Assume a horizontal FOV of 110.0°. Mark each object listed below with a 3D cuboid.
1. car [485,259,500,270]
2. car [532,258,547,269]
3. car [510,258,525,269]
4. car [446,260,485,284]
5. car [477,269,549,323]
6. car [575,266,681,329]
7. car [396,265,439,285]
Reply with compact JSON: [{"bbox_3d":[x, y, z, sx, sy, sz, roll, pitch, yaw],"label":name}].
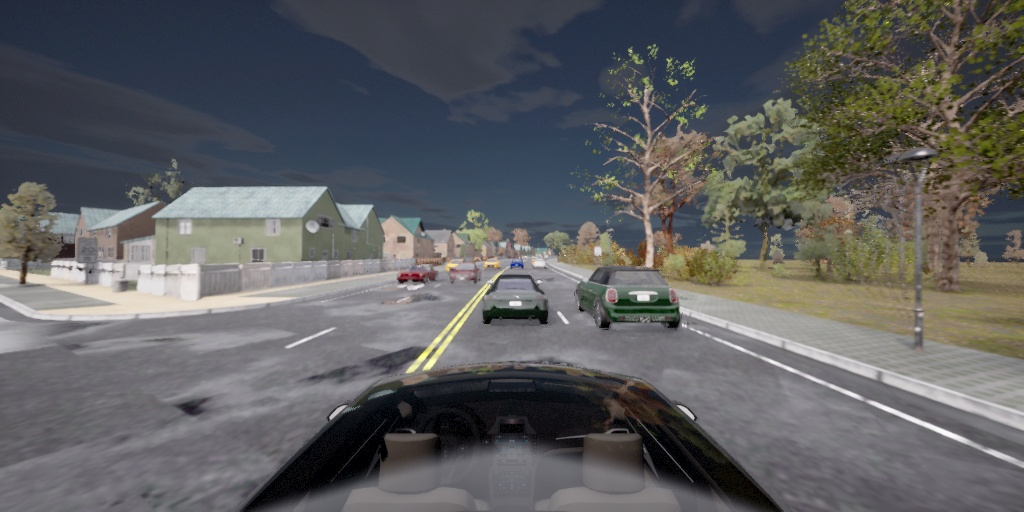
[{"bbox_3d":[-2.681,1.092,49.439,1.882,1.535,5.008,0,0,3],"label":"car"},{"bbox_3d":[4.019,1.127,51.708,1.812,1.442,4.674,0,0,3],"label":"car"},{"bbox_3d":[0.776,1.081,51.956,1.882,1.535,5.008,0,0,3],"label":"car"},{"bbox_3d":[-3.274,1.212,25.980,1.812,1.442,4.674,0,0,1],"label":"car"},{"bbox_3d":[0.099,1.288,11.972,1.994,1.385,4.181,0,0,0],"label":"car"},{"bbox_3d":[3.348,1.078,11.252,2.097,1.767,4.553,0,0,0],"label":"car"},{"bbox_3d":[-6.537,1.290,25.260,1.895,1.301,4.718,0,0,1],"label":"car"}]
